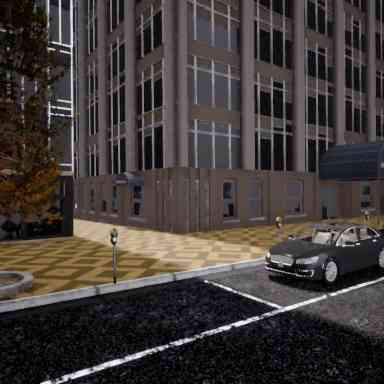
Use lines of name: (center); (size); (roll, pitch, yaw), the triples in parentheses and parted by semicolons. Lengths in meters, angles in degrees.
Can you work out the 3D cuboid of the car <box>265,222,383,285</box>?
car: (3.936, 1.549, 9.372); (4.403, 1.369, 2.008); (0, -1, -35)
